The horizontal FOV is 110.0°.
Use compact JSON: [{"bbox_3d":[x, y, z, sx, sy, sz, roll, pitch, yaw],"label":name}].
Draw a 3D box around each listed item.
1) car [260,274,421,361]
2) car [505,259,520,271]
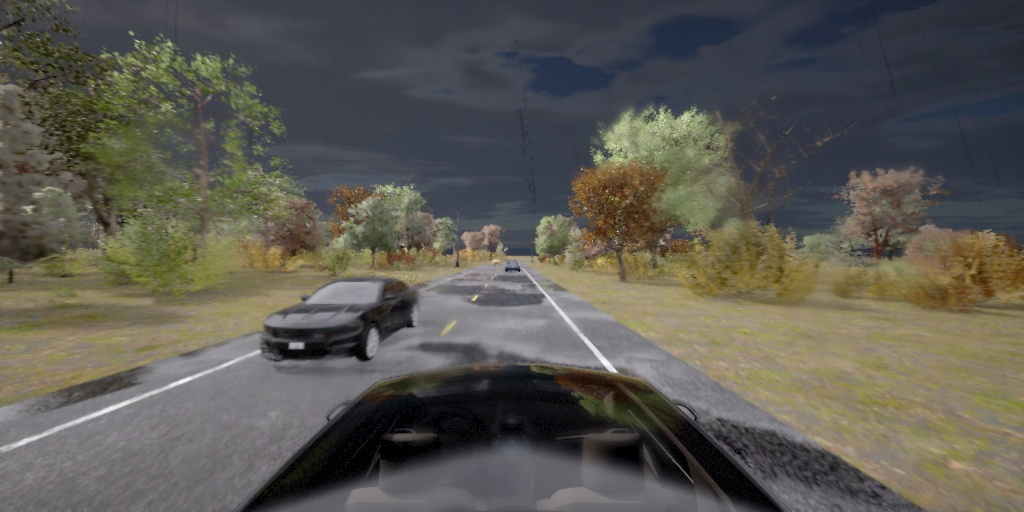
[{"bbox_3d":[-3.589,1.228,8.485,1.882,1.535,5.008,0,0,0],"label":"car"},{"bbox_3d":[0.114,1.332,48.271,1.994,1.385,4.181,0,0,0],"label":"car"}]
